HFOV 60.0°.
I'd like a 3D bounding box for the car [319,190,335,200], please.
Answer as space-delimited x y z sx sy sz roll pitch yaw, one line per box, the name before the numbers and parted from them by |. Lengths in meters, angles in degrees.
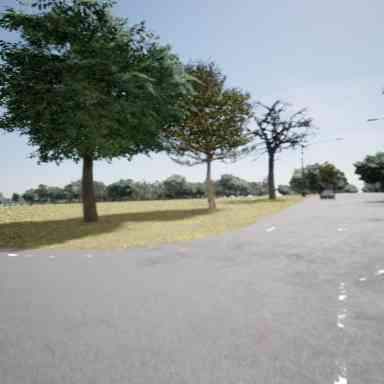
car | 19.592 0.446 48.068 1.994 1.385 4.181 -2 1 24
